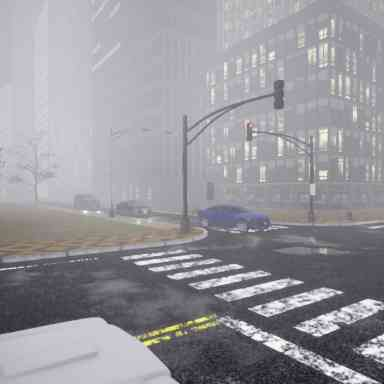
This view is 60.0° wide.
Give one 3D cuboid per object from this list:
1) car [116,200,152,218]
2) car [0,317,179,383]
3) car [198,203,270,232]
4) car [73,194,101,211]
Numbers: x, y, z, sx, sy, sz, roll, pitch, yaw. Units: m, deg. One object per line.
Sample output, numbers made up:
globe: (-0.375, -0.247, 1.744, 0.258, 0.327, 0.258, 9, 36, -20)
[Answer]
car: (-5.515, 1.494, 31.078, 2.128, 1.511, 4.902, 0, 0, -36)
car: (-2.274, 1.601, 1.821, 4.718, 1.301, 1.895, 0, 0, -36)
car: (2.456, 1.483, 20.383, 1.882, 1.535, 5.008, 0, 0, -40)
car: (-13.465, 1.229, 42.369, 2.150, 2.045, 5.566, 0, 0, -35)
